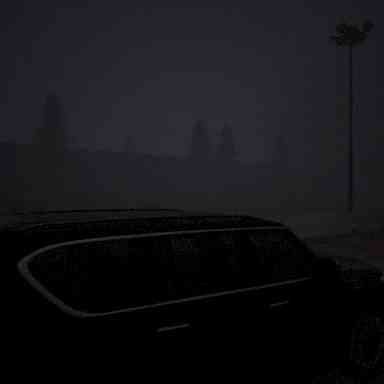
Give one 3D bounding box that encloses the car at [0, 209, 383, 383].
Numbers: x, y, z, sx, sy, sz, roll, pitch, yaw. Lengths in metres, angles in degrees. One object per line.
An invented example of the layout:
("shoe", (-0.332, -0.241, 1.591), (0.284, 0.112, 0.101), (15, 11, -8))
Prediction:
("car", (0.113, 1.231, 3.823), (5.566, 2.045, 2.150), (1, 0, -35))
